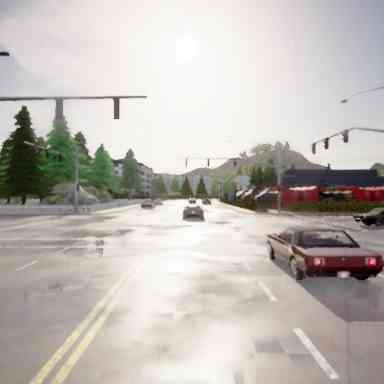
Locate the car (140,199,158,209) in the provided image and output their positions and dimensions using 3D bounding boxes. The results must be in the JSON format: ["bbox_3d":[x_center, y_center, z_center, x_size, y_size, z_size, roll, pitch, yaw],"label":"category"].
[{"bbox_3d":[-7.033,1.976,53.160,1.837,1.490,4.892,0,-1,0],"label":"car"}]

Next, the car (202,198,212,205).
[{"bbox_3d":[3.542,2.280,77.939,1.895,1.301,4.718,0,-1,0],"label":"car"}]

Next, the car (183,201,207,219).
[{"bbox_3d":[0.115,1.831,32.018,1.994,1.385,4.181,0,0,0],"label":"car"}]

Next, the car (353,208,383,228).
[{"bbox_3d":[13.706,1.744,22.565,4.718,1.301,1.895,0,-1,2],"label":"car"}]

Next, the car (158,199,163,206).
[{"bbox_3d":[-6.963,2.132,68.810,1.812,1.442,4.674,0,-1,0],"label":"car"}]

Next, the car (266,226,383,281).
[{"bbox_3d":[3.598,1.691,10.090,1.895,1.301,4.718,0,-1,0],"label":"car"}]

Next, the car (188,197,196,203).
[{"bbox_3d":[0.047,2.126,86.821,1.882,1.535,5.008,0,-1,0],"label":"car"}]

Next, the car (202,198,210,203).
[{"bbox_3d":[3.547,2.243,86.848,1.895,1.301,4.718,0,-1,0],"label":"car"}]

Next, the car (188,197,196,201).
[{"bbox_3d":[0.042,2.209,77.657,2.128,1.511,4.902,0,-1,0],"label":"car"}]
